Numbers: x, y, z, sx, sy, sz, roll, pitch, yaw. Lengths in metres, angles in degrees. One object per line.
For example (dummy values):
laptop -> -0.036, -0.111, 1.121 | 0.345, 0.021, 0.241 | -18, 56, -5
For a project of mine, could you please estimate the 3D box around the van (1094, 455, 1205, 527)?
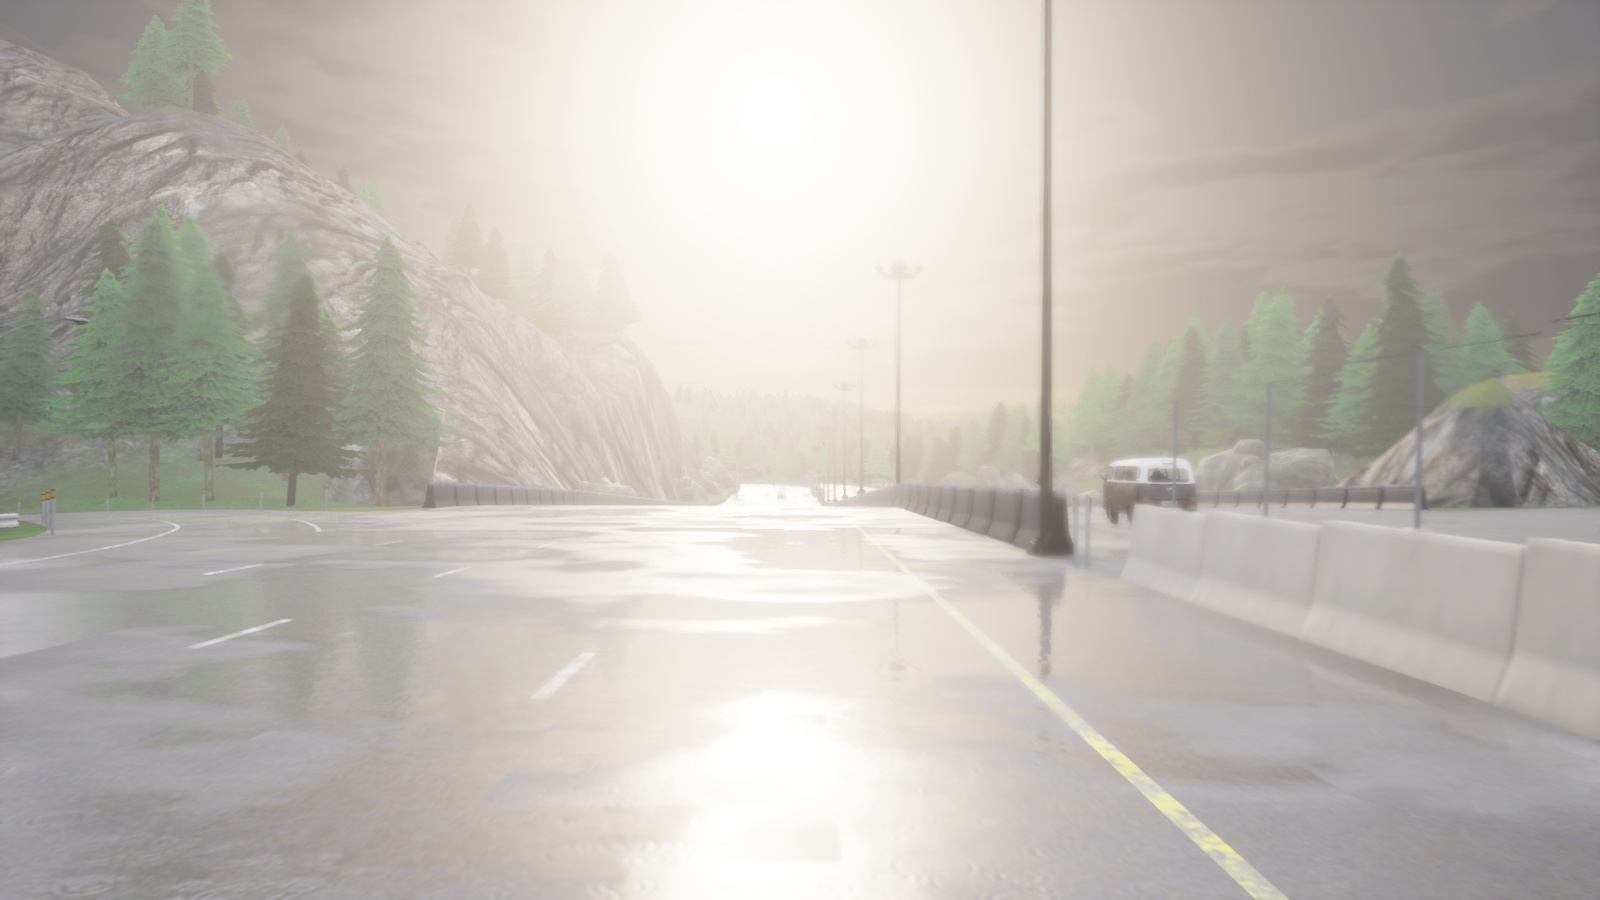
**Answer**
van -> 10.408, 1.166, 37.745 | 2.069, 2.038, 4.480 | 0, 0, 0
